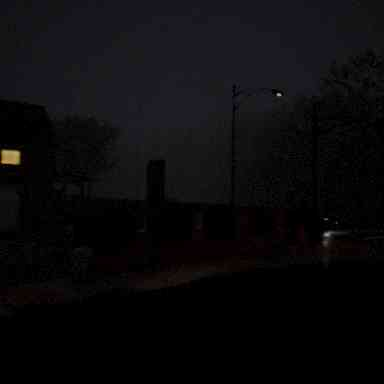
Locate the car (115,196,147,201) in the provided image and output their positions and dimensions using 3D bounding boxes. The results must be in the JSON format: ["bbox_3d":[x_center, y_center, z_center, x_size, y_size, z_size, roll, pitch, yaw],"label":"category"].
[{"bbox_3d":[-8.480,1.641,46.788,2.033,1.411,5.357,1,0,-35],"label":"car"}]

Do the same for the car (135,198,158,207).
[{"bbox_3d":[-7.837,1.753,57.321,1.895,1.301,4.718,1,0,-36],"label":"car"}]

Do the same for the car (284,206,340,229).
[{"bbox_3d":[8.074,1.733,23.571,1.812,1.442,4.674,1,0,-36],"label":"car"}]

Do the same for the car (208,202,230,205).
[{"bbox_3d":[2.774,1.698,30.979,1.812,1.442,4.674,1,0,-36],"label":"car"}]

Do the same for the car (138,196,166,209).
[{"bbox_3d":[-5.966,1.493,49.126,2.097,1.767,4.553,1,0,-36],"label":"car"}]

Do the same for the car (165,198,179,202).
[{"bbox_3d":[-2.428,1.489,38.249,2.097,1.767,4.553,1,0,-36],"label":"car"}]

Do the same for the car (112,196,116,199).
[{"bbox_3d":[-14.999,1.589,67.332,2.128,1.511,4.902,1,0,-36],"label":"car"}]
